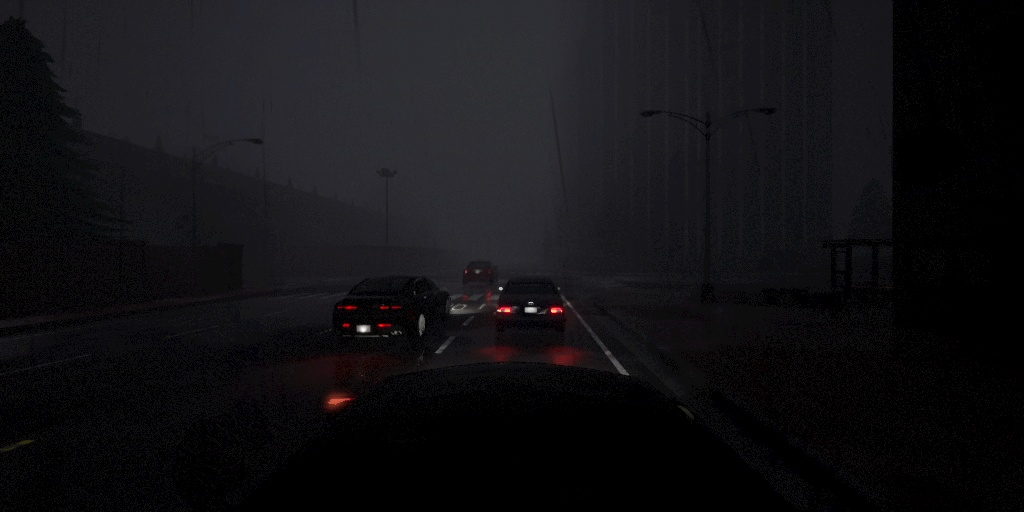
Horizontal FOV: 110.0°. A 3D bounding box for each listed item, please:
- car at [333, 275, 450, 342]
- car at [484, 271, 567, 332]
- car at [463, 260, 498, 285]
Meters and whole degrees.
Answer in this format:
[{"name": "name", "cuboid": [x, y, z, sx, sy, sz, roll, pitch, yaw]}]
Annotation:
[{"name": "car", "cuboid": [-2.983, 1.255, 9.829, 1.837, 1.490, 4.892, 0, 0, 2]}, {"name": "car", "cuboid": [0.534, 1.297, 10.820, 2.033, 1.411, 5.357, 0, 0, 2]}, {"name": "car", "cuboid": [-2.199, 1.106, 26.199, 2.097, 1.767, 4.553, 0, 0, 3]}]
